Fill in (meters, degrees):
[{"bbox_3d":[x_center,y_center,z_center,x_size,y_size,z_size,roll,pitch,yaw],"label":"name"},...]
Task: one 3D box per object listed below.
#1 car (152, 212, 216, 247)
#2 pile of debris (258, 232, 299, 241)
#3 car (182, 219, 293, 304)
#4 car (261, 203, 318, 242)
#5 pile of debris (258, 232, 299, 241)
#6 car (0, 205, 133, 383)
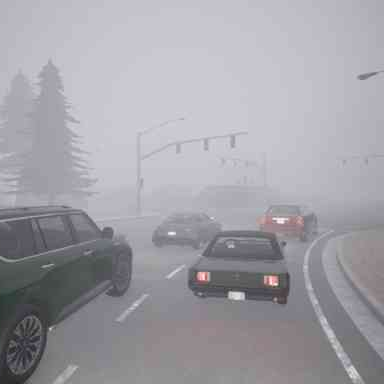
[{"bbox_3d":[-0.072,1.544,14.540,1.994,1.385,4.181,0,0,20],"label":"car"},{"bbox_3d":[4.246,2.141,16.199,1.500,0.140,1.860,0,0,29],"label":"pile of debris"},{"bbox_3d":[1.354,1.587,8.176,1.895,1.301,4.718,0,0,14],"label":"car"},{"bbox_3d":[4.866,1.316,16.437,2.097,1.767,4.553,0,0,28],"label":"car"},{"bbox_3d":[4.246,2.141,16.199,1.500,0.140,1.860,0,0,29],"label":"pile of debris"},{"bbox_3d":[-2.774,1.222,5.591,2.150,2.045,5.566,0,0,8],"label":"car"}]
